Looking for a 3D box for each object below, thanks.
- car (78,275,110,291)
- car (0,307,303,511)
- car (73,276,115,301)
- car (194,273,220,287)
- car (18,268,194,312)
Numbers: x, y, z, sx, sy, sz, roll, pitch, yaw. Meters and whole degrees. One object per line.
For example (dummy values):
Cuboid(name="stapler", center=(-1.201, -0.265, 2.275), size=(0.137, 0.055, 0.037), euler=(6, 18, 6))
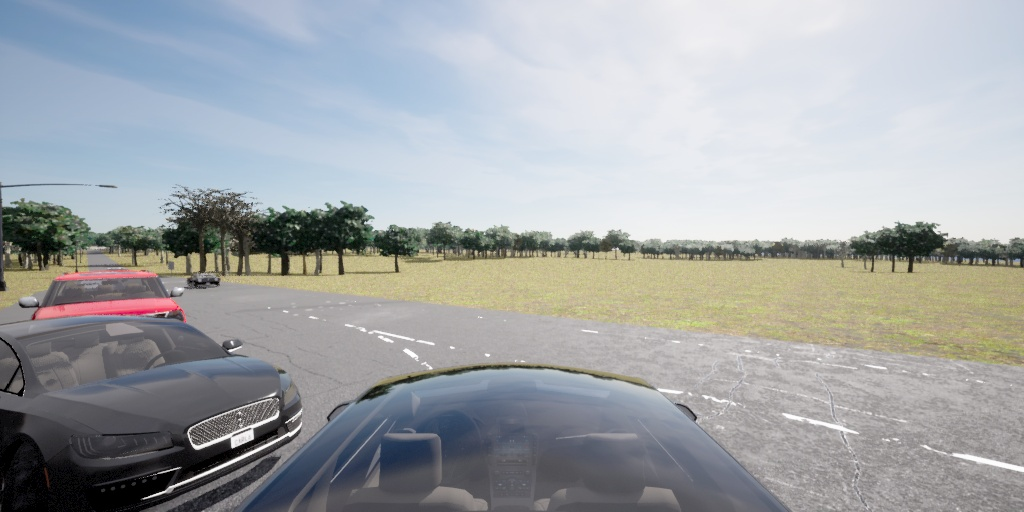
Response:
Cuboid(name="car", center=(-41.383, 2.625, 35.560), size=(4.718, 1.301, 1.895), euler=(-2, 0, 42))
Cuboid(name="car", center=(-4.608, 1.445, 3.953), size=(4.892, 1.490, 1.837), euler=(-3, -3, 20))
Cuboid(name="car", center=(-29.562, 2.224, 25.391), size=(4.674, 1.442, 1.812), euler=(-2, 0, 40))
Cuboid(name="car", center=(-30.317, 2.340, 35.165), size=(4.718, 1.301, 1.895), euler=(-2, 0, 40))
Cuboid(name="car", center=(-9.578, 1.385, 8.536), size=(5.566, 2.045, 2.150), euler=(-2, 0, 40))
